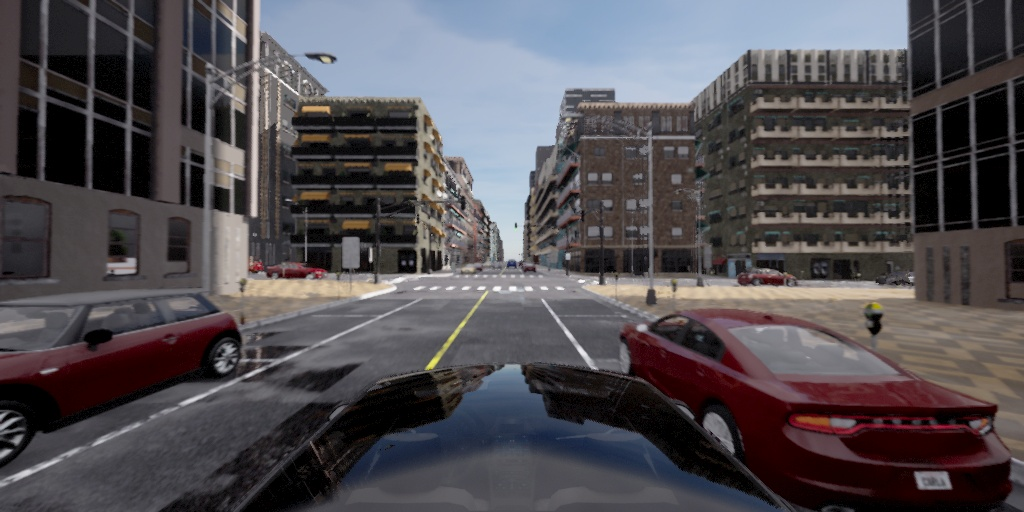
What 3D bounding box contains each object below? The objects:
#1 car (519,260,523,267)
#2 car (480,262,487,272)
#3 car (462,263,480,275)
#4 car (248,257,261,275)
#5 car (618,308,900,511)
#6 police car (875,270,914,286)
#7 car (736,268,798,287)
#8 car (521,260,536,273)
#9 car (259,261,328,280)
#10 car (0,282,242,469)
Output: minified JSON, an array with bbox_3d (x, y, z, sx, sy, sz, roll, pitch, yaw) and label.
[{"bbox_3d":[2.675,1.720,59.076,1.967,1.591,4.097,0,0,0],"label":"car"},{"bbox_3d":[-5.706,1.825,59.088,1.888,1.381,4.507,0,0,0],"label":"car"},{"bbox_3d":[-5.703,1.703,47.872,1.751,1.417,4.829,0,0,0],"label":"car"},{"bbox_3d":[-28.656,1.009,37.191,5.009,1.841,2.192,0,0,0],"label":"car"},{"bbox_3d":[2.690,1.321,4.519,1.888,1.381,4.507,0,0,0],"label":"car"},{"bbox_3d":[38.453,2.200,35.030,4.974,1.542,2.038,1,-1,0],"label":"police car"},{"bbox_3d":[20.827,1.751,29.226,4.097,1.591,1.967,0,0,0],"label":"car"},{"bbox_3d":[2.677,1.774,53.553,1.888,1.381,4.507,0,0,0],"label":"car"},{"bbox_3d":[-17.271,1.259,28.899,4.507,1.381,1.888,0,0,0],"label":"car"},{"bbox_3d":[-5.690,1.216,4.517,1.967,1.591,4.097,0,0,0],"label":"car"}]
